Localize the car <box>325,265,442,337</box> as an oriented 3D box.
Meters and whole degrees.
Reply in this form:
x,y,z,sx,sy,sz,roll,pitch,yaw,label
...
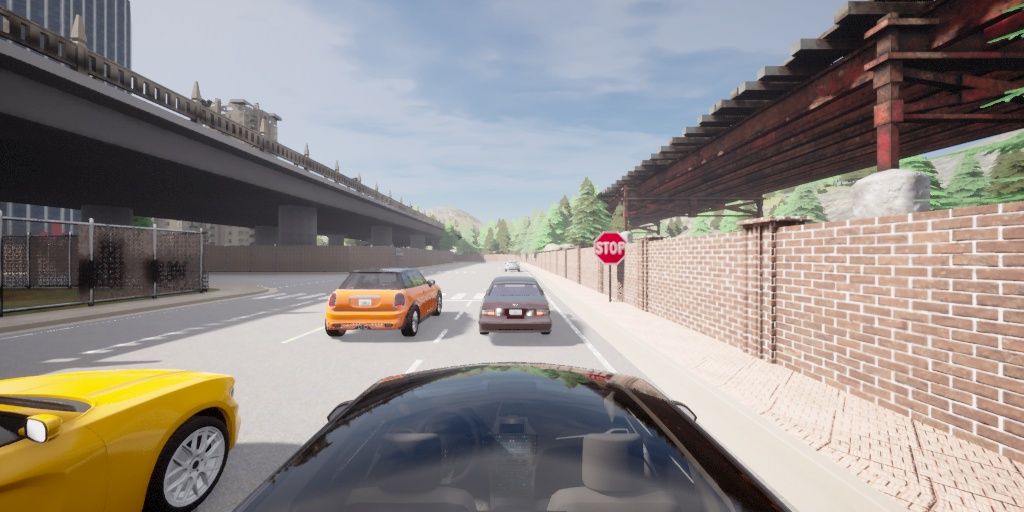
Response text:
x,y,z,sx,sy,sz,roll,pitch,yaw,label
-3.425,1.102,10.471,2.097,1.767,4.553,0,0,0,car

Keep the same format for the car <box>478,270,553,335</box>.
x,y,z,sx,sy,sz,roll,pitch,yaw,label
0.077,1.297,10.494,2.033,1.411,5.357,0,0,0,car

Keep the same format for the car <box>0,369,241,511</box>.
x,y,z,sx,sy,sz,roll,pitch,yaw,label
-3.398,1.228,1.213,1.882,1.535,5.008,0,0,0,car

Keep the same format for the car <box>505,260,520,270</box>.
x,y,z,sx,sy,sz,roll,pitch,yaw,label
0.059,1.276,46.357,1.812,1.442,4.674,0,0,-1,car
